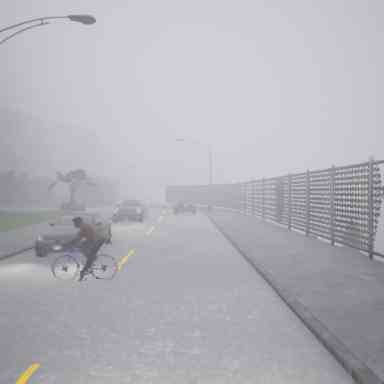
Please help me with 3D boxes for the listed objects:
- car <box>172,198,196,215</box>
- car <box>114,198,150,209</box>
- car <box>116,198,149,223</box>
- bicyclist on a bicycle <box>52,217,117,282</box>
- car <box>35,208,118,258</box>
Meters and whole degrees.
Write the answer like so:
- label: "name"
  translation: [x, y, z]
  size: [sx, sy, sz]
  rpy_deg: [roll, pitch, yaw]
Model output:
- label: "car"
  translation: [-0.906, 1.353, 34.440]
  size: [2.097, 1.767, 4.553]
  rpy_deg: [0, 0, -7]
- label: "car"
  translation: [-8.143, 1.527, 45.156]
  size: [4.674, 1.442, 1.812]
  rpy_deg: [0, 0, 22]
- label: "car"
  translation: [-4.652, 1.352, 25.619]
  size: [2.097, 1.767, 4.553]
  rpy_deg: [0, 0, -1]
- label: "bicyclist on a bicycle"
  translation: [-2.717, 1.452, 8.391]
  size: [1.656, 1.620, 0.582]
  rpy_deg: [-1, 0, -1]
- label: "car"
  translation: [-4.365, 1.525, 12.985]
  size: [1.812, 1.442, 4.674]
  rpy_deg: [0, 0, -1]
